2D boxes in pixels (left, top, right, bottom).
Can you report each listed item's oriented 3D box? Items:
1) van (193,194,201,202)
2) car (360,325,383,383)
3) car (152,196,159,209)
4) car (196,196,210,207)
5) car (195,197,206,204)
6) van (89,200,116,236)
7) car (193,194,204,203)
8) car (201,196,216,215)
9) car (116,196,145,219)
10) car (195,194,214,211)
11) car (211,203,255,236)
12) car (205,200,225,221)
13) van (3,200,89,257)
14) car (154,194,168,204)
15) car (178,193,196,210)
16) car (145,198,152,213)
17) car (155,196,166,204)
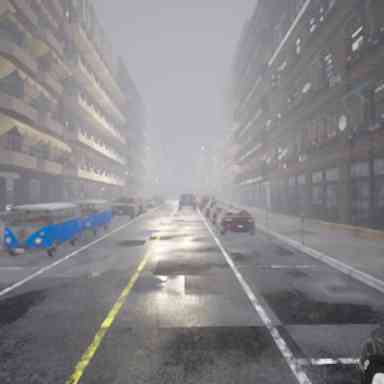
[{"bbox_3d":[1.235,1.378,79.091,1.690,1.788,3.998,1,0,-1],"label":"van"},{"bbox_3d":[2.574,1.541,1.666,2.008,1.369,4.403,1,0,-1],"label":"car"},{"bbox_3d":[-6.054,1.563,45.833,1.947,1.339,4.313,1,0,-1],"label":"car"},{"bbox_3d":[1.701,1.421,51.437,1.967,1.590,4.097,1,0,-1],"label":"car"},{"bbox_3d":[1.511,1.579,62.498,1.802,1.307,4.206,1,0,-1],"label":"car"},{"bbox_3d":[-5.582,1.336,18.184,1.690,1.788,3.998,1,0,-1],"label":"van"},{"bbox_3d":[1.329,1.337,73.560,2.192,1.841,5.009,1,0,-1],"label":"car"},{"bbox_3d":[2.117,1.409,29.316,1.967,1.590,4.097,1,0,-1],"label":"car"},{"bbox_3d":[-5.768,1.307,29.243,2.192,1.841,5.009,1,0,-1],"label":"car"},{"bbox_3d":[1.891,1.286,40.375,2.192,1.841,5.009,1,0,-1],"label":"car"},{"bbox_3d":[2.294,1.517,18.256,1.887,1.381,4.507,1,0,-1],"label":"car"},{"bbox_3d":[2.201,1.515,23.785,1.887,1.381,4.507,1,0,-1],"label":"car"},{"bbox_3d":[-5.487,1.339,12.653,1.690,1.788,3.998,1,0,-1],"label":"van"},{"bbox_3d":[-6.330,1.335,62.421,2.192,1.841,5.009,1,0,-1],"label":"car"},{"bbox_3d":[-0.600,1.195,42.592,2.150,2.045,5.566,0,-1,-1],"label":"car"},{"bbox_3d":[-5.861,1.307,34.772,2.192,1.841,5.009,1,0,-1],"label":"car"},{"bbox_3d":[-6.428,1.576,67.951,1.887,1.381,4.507,1,0,-1],"label":"car"}]
